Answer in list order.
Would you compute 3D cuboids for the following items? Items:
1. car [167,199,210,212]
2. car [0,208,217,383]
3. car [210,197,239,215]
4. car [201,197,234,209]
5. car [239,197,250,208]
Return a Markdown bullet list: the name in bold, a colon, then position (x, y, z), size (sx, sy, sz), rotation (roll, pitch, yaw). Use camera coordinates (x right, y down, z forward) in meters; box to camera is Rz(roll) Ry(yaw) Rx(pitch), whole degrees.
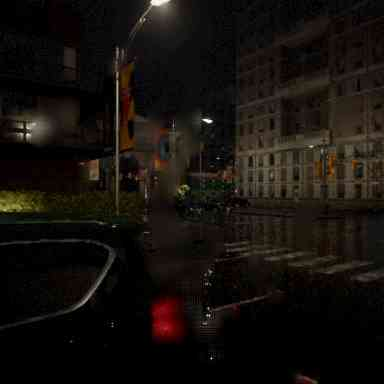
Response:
- **car**: position (-0.670, 1.526, 32.081), size (1.812, 1.442, 4.674), rotation (0, 0, -35)
- **car**: position (-2.695, 1.221, 2.052), size (5.566, 2.045, 2.150), rotation (0, 0, -36)
- **car**: position (2.121, 1.492, 34.198), size (2.128, 1.511, 4.902), rotation (0, 0, -35)
- **car**: position (3.502, 1.478, 46.444), size (1.882, 1.535, 5.008), rotation (0, 0, -35)
- **car**: position (6.318, 1.505, 48.518), size (1.837, 1.490, 4.892), rotation (0, 0, -35)
